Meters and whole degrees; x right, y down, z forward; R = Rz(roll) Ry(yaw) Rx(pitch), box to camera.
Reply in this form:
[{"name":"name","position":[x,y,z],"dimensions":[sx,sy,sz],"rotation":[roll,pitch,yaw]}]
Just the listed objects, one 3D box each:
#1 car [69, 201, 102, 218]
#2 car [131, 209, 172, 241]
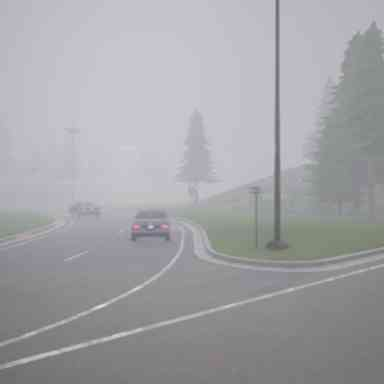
[{"name":"car","position":[-9.692,1.544,29.967],"dimensions":[2.033,1.411,5.357],"rotation":[0,0,-32]},{"name":"car","position":[-1.976,1.546,16.723],"dimensions":[2.033,1.411,5.357],"rotation":[0,0,-5]}]
